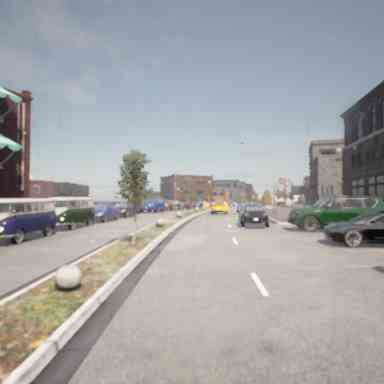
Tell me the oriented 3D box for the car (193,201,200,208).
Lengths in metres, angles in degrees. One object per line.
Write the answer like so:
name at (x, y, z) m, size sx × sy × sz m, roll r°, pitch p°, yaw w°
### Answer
car at (-0.480, 2.562, 65.040) m, size 2.163 × 1.488 × 4.792 m, roll 0°, pitch -2°, yaw 15°

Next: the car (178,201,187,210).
car at (-2.970, 2.182, 54.394) m, size 2.231 × 1.521 × 4.892 m, roll 0°, pitch -2°, yaw 13°

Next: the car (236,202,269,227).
car at (4.277, 1.603, 23.457) m, size 1.812 × 1.442 × 4.674 m, roll 0°, pitch 0°, yaw 5°

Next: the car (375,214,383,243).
car at (7.965, 1.508, 8.768) m, size 4.892 × 1.521 × 2.231 m, roll 0°, pitch 0°, yaw 3°

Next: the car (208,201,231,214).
car at (3.467, 1.824, 40.844) m, size 1.882 × 1.535 × 5.008 m, roll 0°, pitch -1°, yaw 9°

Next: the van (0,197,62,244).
van at (-8.254, 1.293, 15.749) m, size 1.878 × 1.987 × 4.442 m, roll 0°, pitch 0°, yaw 4°

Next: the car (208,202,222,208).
car at (5.968, 3.251, 86.421) m, size 2.231 × 1.521 × 4.892 m, roll -1°, pitch -2°, yaw 20°

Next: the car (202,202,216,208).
car at (4.193, 3.110, 81.166) m, size 2.002 × 1.452 × 4.674 m, roll -1°, pitch -2°, yaw 19°

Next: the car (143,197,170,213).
car at (-5.062, 1.627, 43.355) m, size 2.435 × 2.045 × 5.566 m, roll 0°, pitch -1°, yaw 10°

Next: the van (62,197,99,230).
van at (-7.841, 1.321, 21.272) m, size 1.878 × 1.987 × 4.442 m, roll 0°, pitch -1°, yaw 6°

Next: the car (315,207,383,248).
car at (8.207, 1.539, 14.352) m, size 4.792 × 1.488 × 2.163 m, roll 0°, pitch 0°, yaw 4°

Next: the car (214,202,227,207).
car at (7.832, 3.448, 91.613) m, size 2.231 × 1.521 × 4.892 m, roll -1°, pitch -2°, yaw 20°

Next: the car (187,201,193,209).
car at (-1.794, 2.394, 59.682) m, size 2.002 × 1.452 × 4.674 m, roll 0°, pitch -2°, yaw 14°

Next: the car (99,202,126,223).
car at (-7.275, 1.637, 26.913) m, size 2.002 × 1.452 × 4.674 m, roll 0°, pitch -1°, yaw 6°

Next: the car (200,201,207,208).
car at (0.989, 2.591, 70.579) m, size 2.185 × 1.767 × 4.553 m, roll 0°, pitch -2°, yaw 16°

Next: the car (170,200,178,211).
car at (-4.069, 1.893, 48.872) m, size 2.185 × 1.767 × 4.553 m, roll 0°, pitch -2°, yaw 11°

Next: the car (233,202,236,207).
car at (6.556, 1.903, 41.324) m, size 2.033 × 1.411 × 5.357 m, roll 0°, pitch -1°, yaw 9°

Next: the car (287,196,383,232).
car at (8.591, 1.277, 19.806) m, size 5.566 × 2.045 × 2.435 m, roll 0°, pitch 0°, yaw 5°

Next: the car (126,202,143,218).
car at (-6.640, 1.710, 32.419) m, size 2.002 × 1.452 × 4.674 m, roll 0°, pitch -1°, yaw 8°
